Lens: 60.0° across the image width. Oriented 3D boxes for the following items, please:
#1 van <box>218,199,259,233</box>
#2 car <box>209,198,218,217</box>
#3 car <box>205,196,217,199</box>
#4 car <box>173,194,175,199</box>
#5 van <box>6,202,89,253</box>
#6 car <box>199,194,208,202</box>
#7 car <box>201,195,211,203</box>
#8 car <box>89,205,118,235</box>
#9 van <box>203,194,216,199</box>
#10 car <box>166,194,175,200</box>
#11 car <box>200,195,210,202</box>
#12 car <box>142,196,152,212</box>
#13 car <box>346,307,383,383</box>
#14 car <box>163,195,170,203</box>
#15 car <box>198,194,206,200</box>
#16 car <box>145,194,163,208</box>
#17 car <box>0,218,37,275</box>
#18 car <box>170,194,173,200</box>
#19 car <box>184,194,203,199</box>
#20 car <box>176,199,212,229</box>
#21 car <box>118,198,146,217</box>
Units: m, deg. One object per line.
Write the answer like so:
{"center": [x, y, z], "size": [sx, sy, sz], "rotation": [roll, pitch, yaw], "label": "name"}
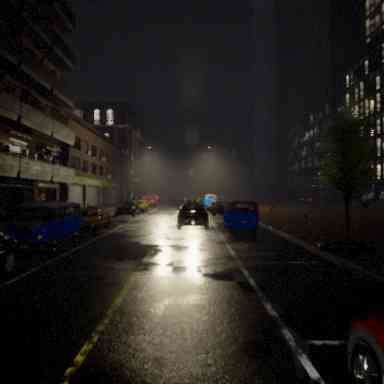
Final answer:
{"center": [2.671, 1.294, 18.859], "size": [1.690, 1.788, 3.998], "rotation": [1, 0, 0], "label": "van"}
{"center": [2.646, 1.507, 29.998], "size": [1.802, 1.307, 4.206], "rotation": [1, 0, 0], "label": "car"}
{"center": [2.635, 1.437, 35.737], "size": [1.752, 1.417, 4.829], "rotation": [1, 0, 0], "label": "car"}
{"center": [-5.842, 1.349, 85.680], "size": [1.887, 1.381, 4.507], "rotation": [1, 0, 0], "label": "car"}
{"center": [-5.699, 1.311, 13.274], "size": [1.690, 1.788, 3.998], "rotation": [1, 0, 0], "label": "van"}
{"center": [2.562, 1.265, 74.556], "size": [1.967, 1.590, 4.097], "rotation": [1, 0, 0], "label": "car"}
{"center": [2.581, 1.374, 63.586], "size": [1.752, 1.417, 4.829], "rotation": [1, 0, 0], "label": "car"}
{"center": [-5.712, 1.482, 18.674], "size": [1.752, 1.417, 4.829], "rotation": [1, 0, 0], "label": "car"}
{"center": [2.617, 1.227, 46.708], "size": [1.690, 1.788, 3.998], "rotation": [1, 0, 0], "label": "van"}
{"center": [-5.852, 1.358, 91.250], "size": [1.947, 1.339, 4.313], "rotation": [1, 0, 0], "label": "car"}
{"center": [2.570, 1.381, 68.986], "size": [1.887, 1.381, 4.507], "rotation": [1, 0, 0], "label": "car"}
{"center": [-5.744, 1.441, 35.383], "size": [1.752, 1.417, 4.829], "rotation": [1, 0, 0], "label": "car"}
{"center": [2.701, 1.433, 2.150], "size": [1.967, 1.590, 4.097], "rotation": [1, 0, 0], "label": "car"}
{"center": [-5.799, 1.397, 63.401], "size": [1.887, 1.381, 4.507], "rotation": [1, 0, 0], "label": "car"}
{"center": [2.539, 1.345, 85.695], "size": [1.887, 1.381, 4.507], "rotation": [1, 0, 0], "label": "car"}
{"center": [-5.763, 1.205, 46.692], "size": [2.192, 1.841, 5.009], "rotation": [1, 0, 0], "label": "car"}
{"center": [-5.692, 1.534, 7.704], "size": [2.008, 1.369, 4.403], "rotation": [1, 0, 0], "label": "car"}
{"center": [-5.821, 1.410, 74.541], "size": [1.802, 1.307, 4.206], "rotation": [1, 0, 0], "label": "car"}
{"center": [0.018, 1.247, 43.695], "size": [2.097, 1.767, 4.553], "rotation": [0, 0, 0], "label": "car"}
{"center": [0.059, 1.455, 21.230], "size": [1.837, 1.490, 4.892], "rotation": [0, 1, 0], "label": "car"}
{"center": [-5.734, 1.480, 29.982], "size": [2.008, 1.369, 4.403], "rotation": [1, 0, 0], "label": "car"}
